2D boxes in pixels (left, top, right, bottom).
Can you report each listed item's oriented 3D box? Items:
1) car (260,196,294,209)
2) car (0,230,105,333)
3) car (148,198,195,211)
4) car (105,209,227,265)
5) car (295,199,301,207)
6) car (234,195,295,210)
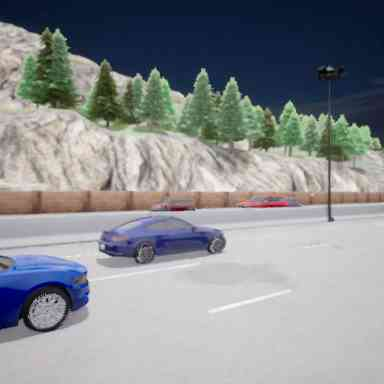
[{"bbox_3d":[11.808,1.432,46.302,4.553,1.767,2.097,0,0,-34],"label":"car"},{"bbox_3d":[-4.137,1.476,5.094,5.008,1.535,1.882,0,0,-36],"label":"car"},{"bbox_3d":[-1.994,1.390,32.611,4.553,1.767,2.097,0,0,-35],"label":"car"},{"bbox_3d":[-0.909,1.539,11.695,4.674,1.442,1.812,0,0,-36],"label":"car"},{"bbox_3d":[9.788,1.416,36.485,4.553,1.767,2.097,0,0,-34],"label":"car"},{"bbox_3d":[6.368,1.273,29.920,5.566,2.045,2.150,0,0,-35],"label":"car"}]
